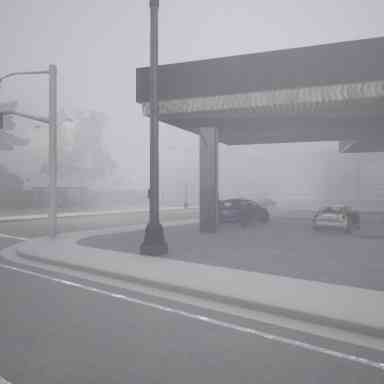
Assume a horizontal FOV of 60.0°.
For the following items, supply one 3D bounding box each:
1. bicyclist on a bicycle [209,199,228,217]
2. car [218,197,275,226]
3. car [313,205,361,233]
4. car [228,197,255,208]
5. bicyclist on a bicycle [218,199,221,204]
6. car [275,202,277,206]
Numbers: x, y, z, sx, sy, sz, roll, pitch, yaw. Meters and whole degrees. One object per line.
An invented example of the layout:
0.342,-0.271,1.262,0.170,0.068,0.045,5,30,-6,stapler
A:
2.456,1.453,30.454,1.656,1.620,0.582,0,0,18,bicyclist on a bicycle
3.376,1.295,22.064,2.242,1.667,4.611,0,0,37,car
8.450,1.456,19.265,1.970,1.475,3.806,0,0,37,car
7.471,1.505,49.853,1.837,1.490,4.892,0,0,36,car
2.495,1.387,29.719,0.582,1.620,1.656,0,-9,-36,bicyclist on a bicycle
10.459,1.547,48.004,2.033,1.411,5.357,0,0,37,car
